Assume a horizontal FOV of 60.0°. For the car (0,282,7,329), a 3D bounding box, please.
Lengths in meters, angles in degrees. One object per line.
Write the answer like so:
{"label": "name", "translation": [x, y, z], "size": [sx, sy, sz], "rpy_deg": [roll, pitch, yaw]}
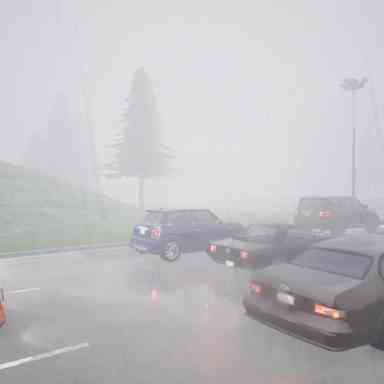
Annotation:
{"label": "car", "translation": [-5.077, 1.352, 4.425], "size": [4.553, 1.767, 2.097], "rpy_deg": [0, 0, -36]}

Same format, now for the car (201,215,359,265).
{"label": "car", "translation": [2.799, 1.601, 10.036], "size": [4.718, 1.301, 1.895], "rpy_deg": [0, 0, -35]}

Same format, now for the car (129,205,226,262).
{"label": "car", "translation": [0.058, 1.352, 12.379], "size": [4.553, 1.767, 2.097], "rpy_deg": [0, 0, -36]}

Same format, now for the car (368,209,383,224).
{"label": "car", "translation": [10.631, 1.547, 15.574], "size": [5.357, 1.411, 2.033], "rpy_deg": [0, 0, -38]}

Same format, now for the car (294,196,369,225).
{"label": "car", "translation": [7.854, 1.221, 17.934], "size": [5.566, 2.045, 2.150], "rpy_deg": [0, 0, -35]}

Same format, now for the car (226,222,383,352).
{"label": "car", "translation": [3.362, 1.548, 6.141], "size": [5.357, 1.411, 2.033], "rpy_deg": [0, 0, -35]}
